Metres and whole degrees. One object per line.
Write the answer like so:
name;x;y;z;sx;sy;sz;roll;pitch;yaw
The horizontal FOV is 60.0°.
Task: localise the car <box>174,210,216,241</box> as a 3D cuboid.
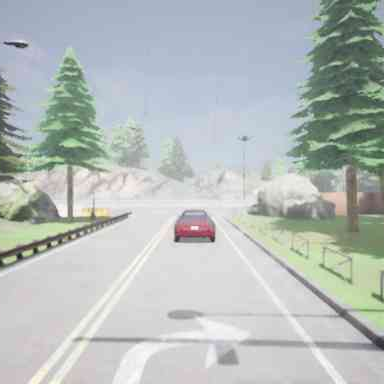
car;0.135;1.587;16.982;1.994;1.385;4.181;0;0;0
